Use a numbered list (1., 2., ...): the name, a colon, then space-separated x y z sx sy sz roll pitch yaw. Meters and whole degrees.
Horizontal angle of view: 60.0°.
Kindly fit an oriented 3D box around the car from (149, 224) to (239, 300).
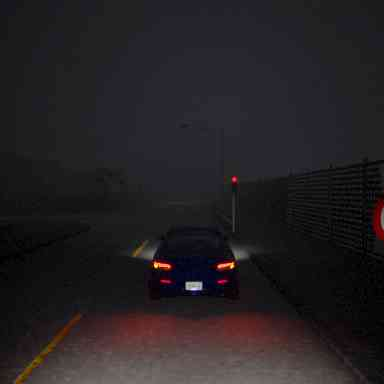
1. car: 0.055 1.526 8.290 1.812 1.442 4.674 0 0 1
